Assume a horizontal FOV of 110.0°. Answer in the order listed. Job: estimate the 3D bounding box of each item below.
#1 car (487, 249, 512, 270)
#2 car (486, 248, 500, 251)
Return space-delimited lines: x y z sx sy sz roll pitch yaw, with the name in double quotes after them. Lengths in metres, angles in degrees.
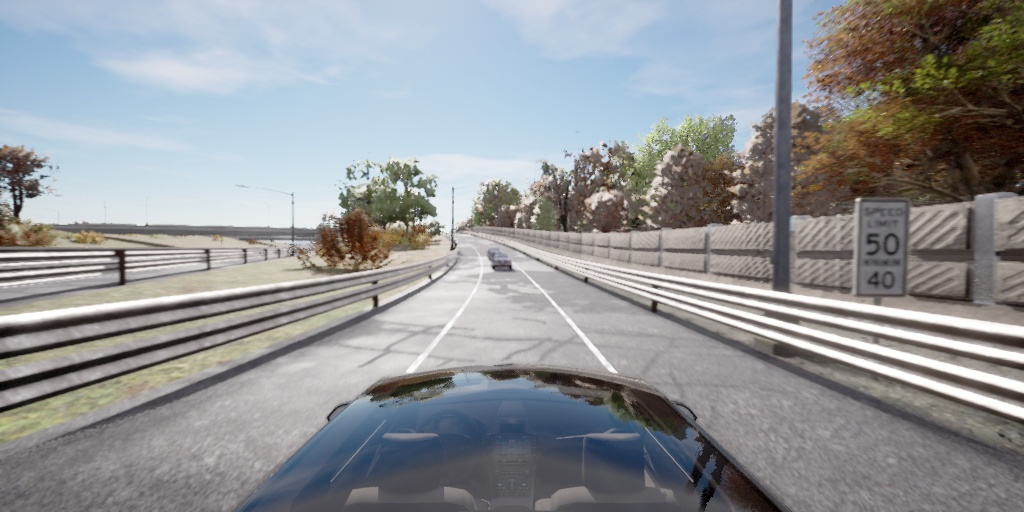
-1.020 0.452 33.507 2.033 1.411 5.357 0 3 -5 "car"
-2.221 -0.372 45.561 2.033 1.411 5.357 0 5 -7 "car"
